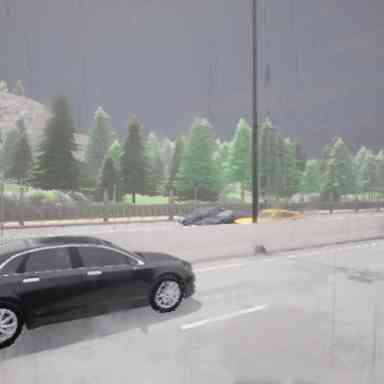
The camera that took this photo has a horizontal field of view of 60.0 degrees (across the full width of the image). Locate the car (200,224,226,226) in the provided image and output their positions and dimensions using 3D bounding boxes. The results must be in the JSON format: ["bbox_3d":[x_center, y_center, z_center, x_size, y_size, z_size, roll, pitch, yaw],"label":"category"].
[{"bbox_3d":[2.729,1.869,22.541,4.674,1.442,1.812,1,-1,-34],"label":"car"}]

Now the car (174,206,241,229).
[{"bbox_3d":[1.260,1.883,25.770,4.902,1.511,2.128,1,-1,-34],"label":"car"}]

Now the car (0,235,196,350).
[{"bbox_3d":[-2.189,1.604,6.371,4.892,1.490,1.837,0,-1,-34],"label":"car"}]

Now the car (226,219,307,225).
[{"bbox_3d":[4.686,1.778,19.642,5.008,1.535,1.882,1,-1,-34],"label":"car"}]
